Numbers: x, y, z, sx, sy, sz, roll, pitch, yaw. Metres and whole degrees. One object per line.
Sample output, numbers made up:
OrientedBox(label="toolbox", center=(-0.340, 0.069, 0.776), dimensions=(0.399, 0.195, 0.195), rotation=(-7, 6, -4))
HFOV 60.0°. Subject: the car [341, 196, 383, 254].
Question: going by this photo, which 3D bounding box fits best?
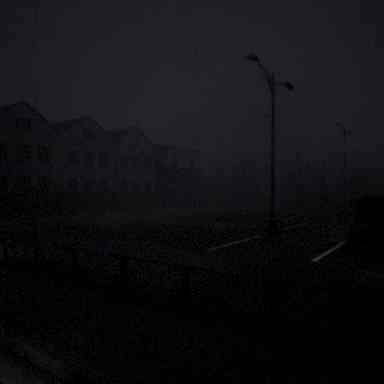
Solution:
OrientedBox(label="car", center=(6.527, 1.076, 11.221), dimensions=(1.905, 1.878, 3.866), rotation=(0, 0, 35))
